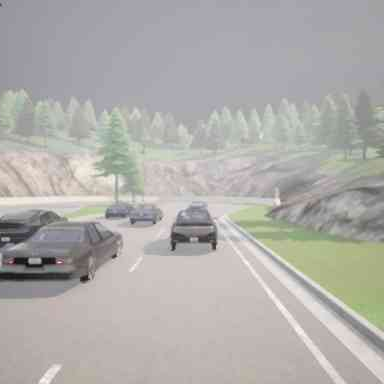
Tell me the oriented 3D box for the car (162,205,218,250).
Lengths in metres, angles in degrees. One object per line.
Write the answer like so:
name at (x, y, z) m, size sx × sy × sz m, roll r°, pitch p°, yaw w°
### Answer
car at (0.084, 1.518, 14.504) m, size 2.128 × 1.511 × 4.902 m, roll 0°, pitch 0°, yaw 0°

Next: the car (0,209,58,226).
car at (-6.915, 1.531, 14.826) m, size 1.837 × 1.490 × 4.892 m, roll 0°, pitch 0°, yaw 0°

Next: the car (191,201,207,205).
car at (0.631, 1.581, 30.643) m, size 1.812 × 1.442 × 4.674 m, roll 0°, pitch 0°, yaw 7°

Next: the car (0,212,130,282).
car at (-3.439, 1.565, 9.819) m, size 2.033 × 1.411 × 5.357 m, roll 0°, pitch 0°, yaw 0°

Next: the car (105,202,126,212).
car at (-6.399, 1.618, 30.410) m, size 1.994 × 1.385 × 4.181 m, roll 0°, pitch 0°, yaw 6°

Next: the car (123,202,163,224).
car at (-3.306, 1.592, 24.831) m, size 2.033 × 1.411 × 5.357 m, roll 0°, pitch 0°, yaw 2°
